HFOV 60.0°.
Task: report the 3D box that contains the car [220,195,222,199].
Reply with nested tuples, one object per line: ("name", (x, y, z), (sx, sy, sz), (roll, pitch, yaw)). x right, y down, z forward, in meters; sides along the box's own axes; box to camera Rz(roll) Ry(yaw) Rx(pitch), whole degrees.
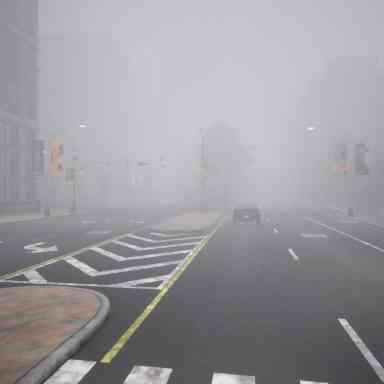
("car", (7.365, 1.525, 94.200), (2.128, 1.511, 4.902), (0, 0, 9))

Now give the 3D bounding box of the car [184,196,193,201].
("car", (-0.923, 1.595, 85.445), (1.895, 1.301, 4.718), (0, 0, 9))

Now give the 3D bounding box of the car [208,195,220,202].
("car", (4.834, 1.478, 78.890), (1.882, 1.535, 5.008), (0, 0, 9))

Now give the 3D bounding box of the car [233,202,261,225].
("car", (4.028, 1.478, 24.500), (1.882, 1.535, 5.008), (0, 0, 10))
